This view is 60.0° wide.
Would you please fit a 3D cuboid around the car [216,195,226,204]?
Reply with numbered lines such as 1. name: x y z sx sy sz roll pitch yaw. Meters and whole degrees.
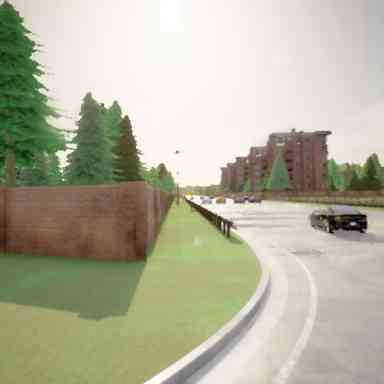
1. car: 6.526 1.846 74.803 1.882 1.535 5.008 -1 0 -2

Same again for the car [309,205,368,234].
1. car: 8.334 1.487 19.359 1.882 1.535 5.008 -1 0 3

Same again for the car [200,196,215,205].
1. car: 3.216 1.910 70.334 1.812 1.442 4.674 -1 0 -2

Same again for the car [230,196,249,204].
1. car: 10.171 1.839 71.514 2.033 1.411 5.357 -1 0 -2

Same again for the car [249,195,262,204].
1. car: 13.647 1.610 72.046 2.097 1.767 4.553 -1 0 -2
